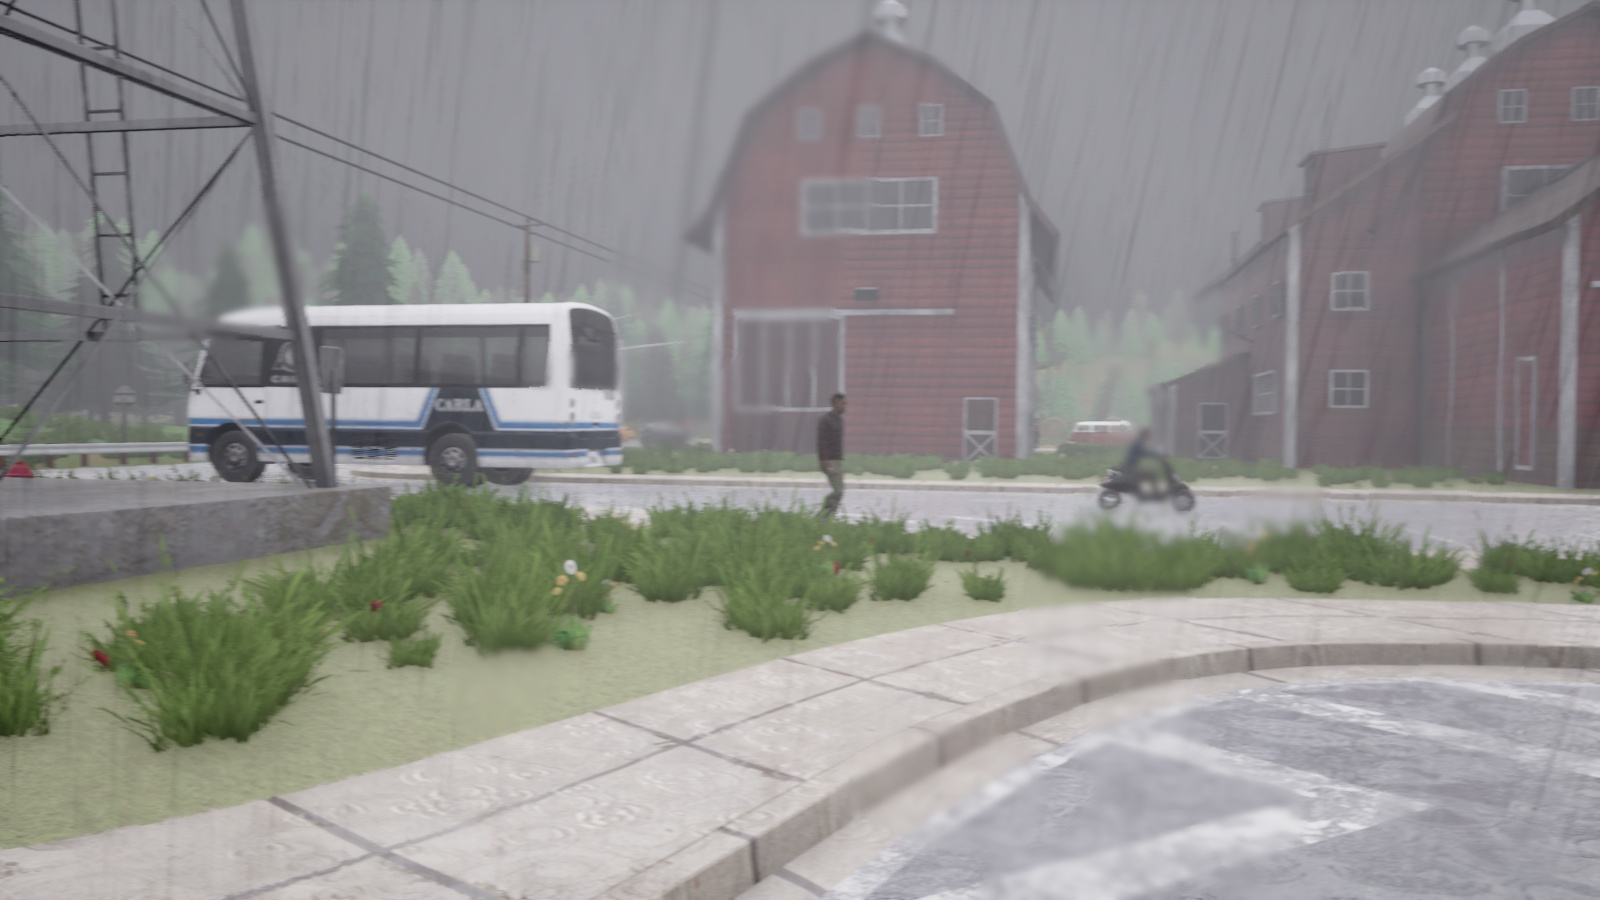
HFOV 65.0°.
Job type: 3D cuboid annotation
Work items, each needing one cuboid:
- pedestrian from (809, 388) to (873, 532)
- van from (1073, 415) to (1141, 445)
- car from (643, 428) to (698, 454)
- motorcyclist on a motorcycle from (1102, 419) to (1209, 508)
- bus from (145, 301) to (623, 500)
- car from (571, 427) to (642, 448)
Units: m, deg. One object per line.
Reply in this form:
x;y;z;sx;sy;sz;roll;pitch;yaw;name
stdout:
0.533;0.127;16.428;0.703;1.840;0.431;0;1;38;pedestrian
21.435;-1.411;87.850;4.480;2.038;2.069;0;1;11;van
-7.672;-0.587;74.842;1.837;1.490;4.892;0;1;12;car
6.524;0.240;23.123;1.817;1.590;0.866;0;1;11;motorcyclist on a motorcycle
-9.810;-1.075;30.035;10.273;4.253;3.944;0;1;14;bus
-14.599;-0.966;94.817;5.008;1.535;1.882;0;1;11;car
